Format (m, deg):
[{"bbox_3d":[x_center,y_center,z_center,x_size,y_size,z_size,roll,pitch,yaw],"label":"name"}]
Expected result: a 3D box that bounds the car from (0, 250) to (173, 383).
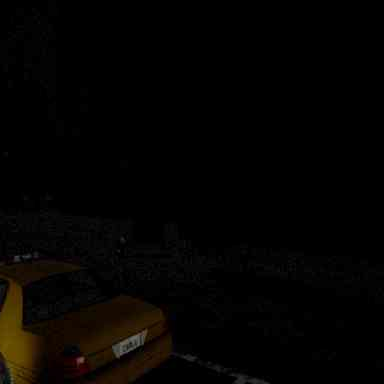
[{"bbox_3d":[-2.511,1.525,4.751,4.829,1.417,1.752,0,0,36],"label":"car"}]
